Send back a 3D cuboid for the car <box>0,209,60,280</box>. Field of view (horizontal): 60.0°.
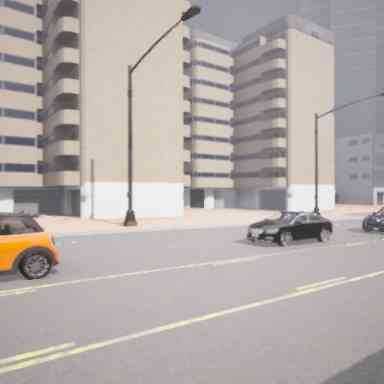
[{"bbox_3d":[-5.872,1.349,8.407,4.553,1.767,2.097,1,0,-35],"label":"car"}]

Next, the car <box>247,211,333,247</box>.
[{"bbox_3d":[4.761,1.678,15.931,4.902,1.511,2.128,1,-1,-35],"label":"car"}]

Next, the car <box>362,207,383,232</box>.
[{"bbox_3d":[13.133,1.730,21.739,4.553,1.767,2.097,1,-1,-35],"label":"car"}]
